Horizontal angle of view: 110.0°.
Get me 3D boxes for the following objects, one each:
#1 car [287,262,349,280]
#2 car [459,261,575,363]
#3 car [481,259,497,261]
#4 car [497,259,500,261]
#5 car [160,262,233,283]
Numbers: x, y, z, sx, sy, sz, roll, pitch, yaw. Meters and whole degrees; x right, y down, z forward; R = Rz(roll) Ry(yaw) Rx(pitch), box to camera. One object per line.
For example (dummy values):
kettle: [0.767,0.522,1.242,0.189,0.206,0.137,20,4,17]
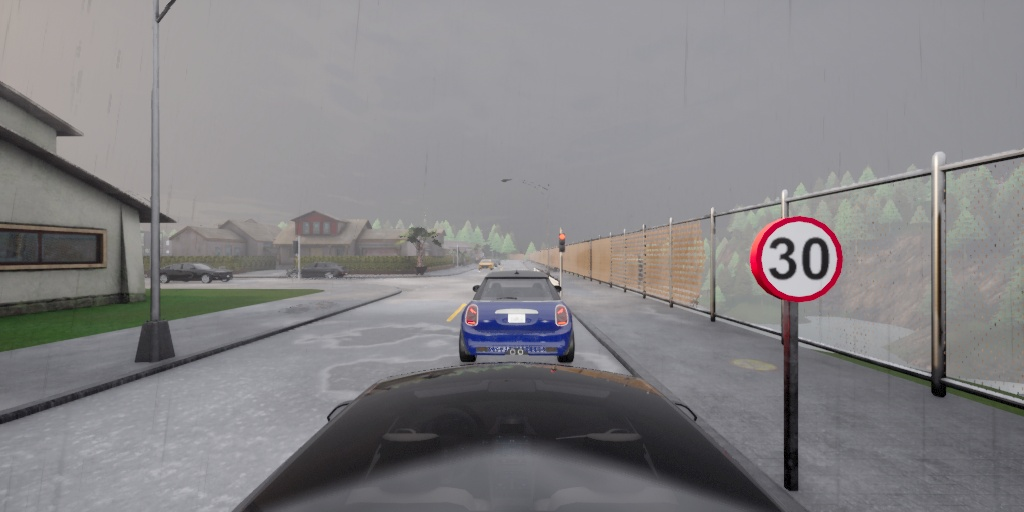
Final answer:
car: [-16.516,1.254,30.639,4.892,1.490,1.837,0,0,2]
car: [0.116,1.102,8.344,2.097,1.767,4.553,0,0,1]
car: [-3.657,1.227,51.213,1.882,1.535,5.008,0,0,1]
car: [-3.512,1.255,63.647,1.837,1.490,4.892,0,0,1]
car: [-23.615,1.228,26.693,5.008,1.535,1.882,0,0,1]
